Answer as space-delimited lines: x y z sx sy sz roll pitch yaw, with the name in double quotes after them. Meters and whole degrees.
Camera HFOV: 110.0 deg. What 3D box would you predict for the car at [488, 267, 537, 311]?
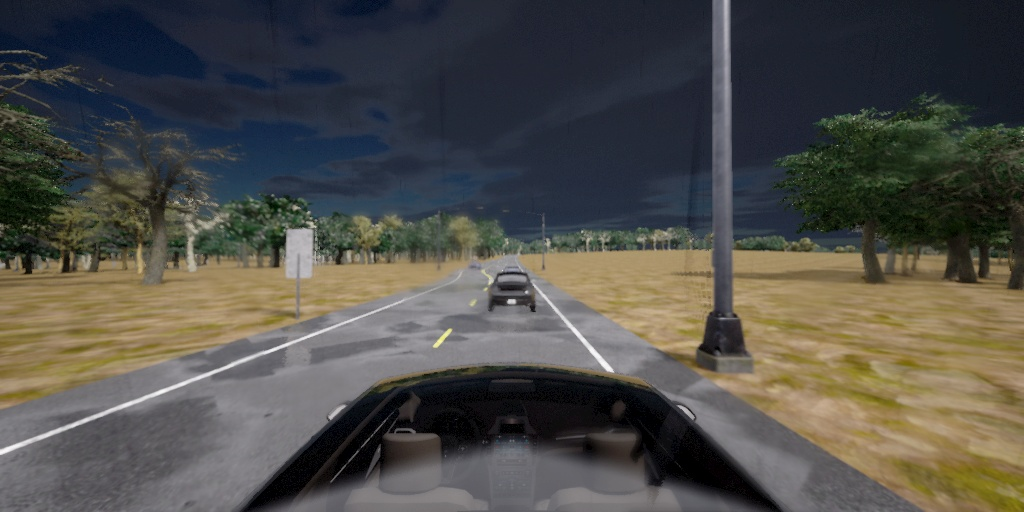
0.023 1.401 15.347 1.837 1.490 4.892 0 0 0 "car"
